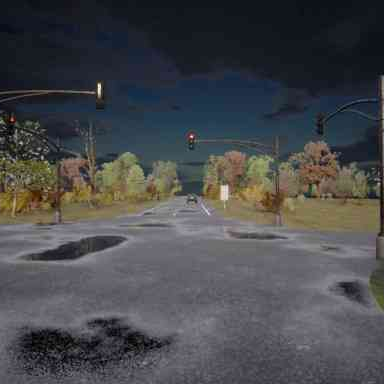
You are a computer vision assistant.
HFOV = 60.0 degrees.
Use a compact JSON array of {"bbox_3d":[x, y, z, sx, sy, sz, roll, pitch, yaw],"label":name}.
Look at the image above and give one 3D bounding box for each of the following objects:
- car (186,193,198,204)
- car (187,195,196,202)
[{"bbox_3d":[-0.009,1.293,67.647,2.150,2.045,5.566,0,0,0],"label":"car"},{"bbox_3d":[-0.011,1.465,78.038,2.033,1.411,5.357,0,0,0],"label":"car"}]
